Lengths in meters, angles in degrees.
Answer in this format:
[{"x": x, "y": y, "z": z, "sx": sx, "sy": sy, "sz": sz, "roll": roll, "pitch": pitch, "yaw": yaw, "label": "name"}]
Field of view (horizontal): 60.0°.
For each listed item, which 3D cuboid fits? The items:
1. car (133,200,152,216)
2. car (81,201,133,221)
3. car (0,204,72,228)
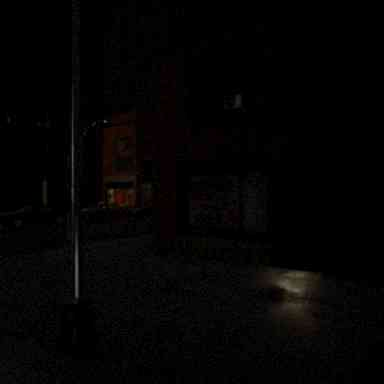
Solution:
[{"x": -3.955, "y": 1.424, "z": 30.787, "sx": 1.802, "sy": 1.307, "sz": 4.206, "roll": 0, "pitch": 1, "yaw": 36, "label": "car"}, {"x": -7.275, "y": 1.421, "z": 26.198, "sx": 1.752, "sy": 1.417, "sz": 4.829, "roll": 0, "pitch": 1, "yaw": 36, "label": "car"}, {"x": -10.395, "y": 1.492, "z": 21.887, "sx": 1.887, "sy": 1.381, "sz": 4.507, "roll": 0, "pitch": 1, "yaw": 36, "label": "car"}]
